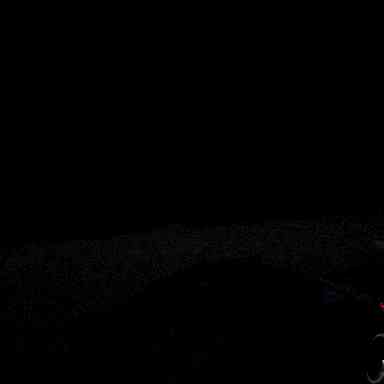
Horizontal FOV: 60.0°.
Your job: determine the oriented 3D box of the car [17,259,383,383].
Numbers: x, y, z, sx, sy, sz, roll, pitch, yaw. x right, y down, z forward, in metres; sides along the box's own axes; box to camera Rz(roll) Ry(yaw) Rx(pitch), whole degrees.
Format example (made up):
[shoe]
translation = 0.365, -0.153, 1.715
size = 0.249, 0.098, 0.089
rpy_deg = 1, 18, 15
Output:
[car]
translation = 0.403, 1.538, 3.665
size = 4.181, 1.385, 1.994
rpy_deg = -1, 0, -35
